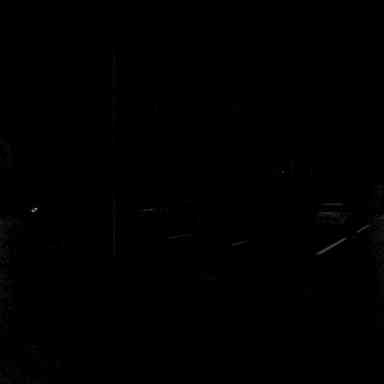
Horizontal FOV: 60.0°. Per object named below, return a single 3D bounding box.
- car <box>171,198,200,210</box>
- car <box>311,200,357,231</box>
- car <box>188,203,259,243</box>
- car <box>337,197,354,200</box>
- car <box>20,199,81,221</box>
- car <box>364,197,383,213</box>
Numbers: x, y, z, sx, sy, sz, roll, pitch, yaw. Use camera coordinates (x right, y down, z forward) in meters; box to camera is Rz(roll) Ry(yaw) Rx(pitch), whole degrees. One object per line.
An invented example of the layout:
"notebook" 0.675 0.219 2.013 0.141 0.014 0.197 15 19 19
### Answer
"car" -0.735 1.538 42.445 1.812 1.442 4.674 0 0 35
"car" 8.485 1.399 19.687 1.970 1.475 3.806 0 0 35
"car" 1.754 1.388 15.371 1.845 1.501 3.633 0 0 35
"car" 16.846 1.354 36.584 2.007 1.523 4.514 0 0 35
"car" -11.469 1.364 27.101 2.097 1.767 4.553 0 0 35
"car" 19.432 1.345 34.807 2.152 1.636 5.027 0 0 35
